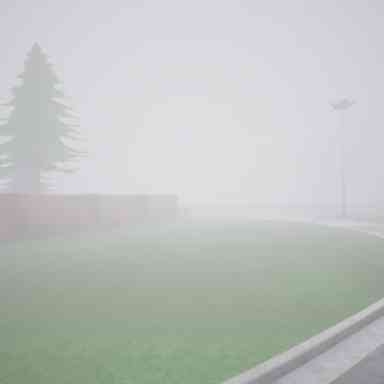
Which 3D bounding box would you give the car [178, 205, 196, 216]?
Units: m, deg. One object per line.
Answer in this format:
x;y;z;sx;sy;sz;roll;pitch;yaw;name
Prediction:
-2.225;2.339;42.267;5.357;1.411;2.033;-1;-1;18;car
